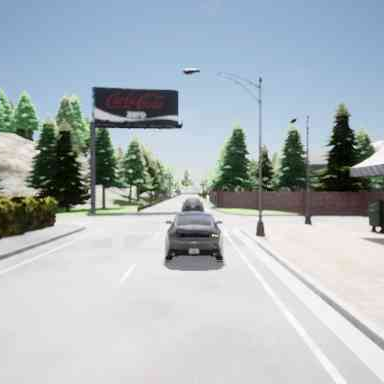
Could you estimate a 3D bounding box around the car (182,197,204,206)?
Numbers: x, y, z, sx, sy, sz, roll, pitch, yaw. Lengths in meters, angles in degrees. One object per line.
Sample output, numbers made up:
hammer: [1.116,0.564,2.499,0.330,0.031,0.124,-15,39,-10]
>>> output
car: [0.084,1.306,33.158,2.097,1.767,4.553,0,2,0]

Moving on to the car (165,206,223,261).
car: [0.073,1.465,12.063,1.837,1.490,4.892,0,0,0]
